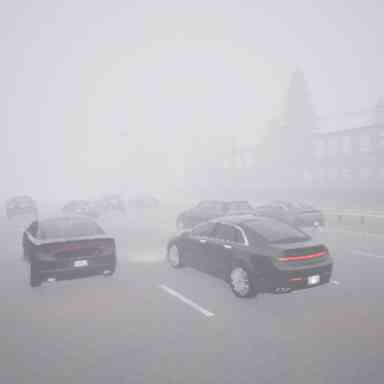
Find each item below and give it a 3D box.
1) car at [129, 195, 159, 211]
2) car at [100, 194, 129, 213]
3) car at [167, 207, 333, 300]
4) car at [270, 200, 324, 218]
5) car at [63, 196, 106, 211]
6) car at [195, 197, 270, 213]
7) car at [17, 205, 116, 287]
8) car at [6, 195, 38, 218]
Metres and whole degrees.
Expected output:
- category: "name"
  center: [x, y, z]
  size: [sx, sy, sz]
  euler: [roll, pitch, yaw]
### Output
- category: "car"
  center: [-4.848, 1.028, 32.460]
  size: [2.128, 1.511, 4.902]
  euler: [-1, 1, -30]
- category: "car"
  center: [-7.754, 0.956, 30.489]
  size: [2.097, 1.767, 4.553]
  euler: [-1, 1, -30]
- category: "car"
  center: [1.032, 1.354, 8.230]
  size: [1.837, 1.490, 4.892]
  euler: [-1, 1, -30]
- category: "car"
  center: [4.241, 1.165, 16.680]
  size: [2.128, 1.511, 4.902]
  euler: [-1, 1, -30]
- category: "car"
  center: [-8.192, 1.257, 24.250]
  size: [2.033, 1.411, 5.357]
  euler: [-1, 1, -30]
- category: "car"
  center: [1.074, 1.090, 15.162]
  size: [2.097, 1.767, 4.553]
  euler: [-1, 1, -30]
- category: "car"
  center: [-3.628, 1.368, 9.307]
  size: [1.882, 1.535, 5.008]
  euler: [-1, 1, -30]
- category: "car"
  center: [-13.819, 1.088, 26.999]
  size: [2.097, 1.767, 4.553]
  euler: [-1, 1, -30]
